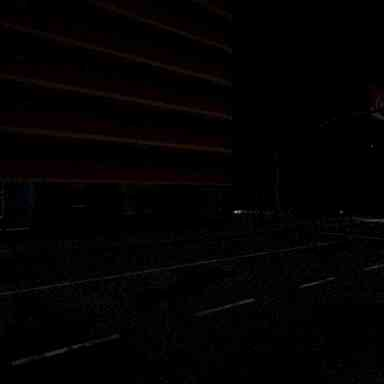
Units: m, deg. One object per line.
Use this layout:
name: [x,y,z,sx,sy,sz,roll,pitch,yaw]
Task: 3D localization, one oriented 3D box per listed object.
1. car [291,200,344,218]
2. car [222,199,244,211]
car: [11.500,1.491,30.778,2.128,1.511,4.902,0,0,-36]
car: [4.331,1.564,40.664,1.994,1.385,4.181,0,0,-36]
